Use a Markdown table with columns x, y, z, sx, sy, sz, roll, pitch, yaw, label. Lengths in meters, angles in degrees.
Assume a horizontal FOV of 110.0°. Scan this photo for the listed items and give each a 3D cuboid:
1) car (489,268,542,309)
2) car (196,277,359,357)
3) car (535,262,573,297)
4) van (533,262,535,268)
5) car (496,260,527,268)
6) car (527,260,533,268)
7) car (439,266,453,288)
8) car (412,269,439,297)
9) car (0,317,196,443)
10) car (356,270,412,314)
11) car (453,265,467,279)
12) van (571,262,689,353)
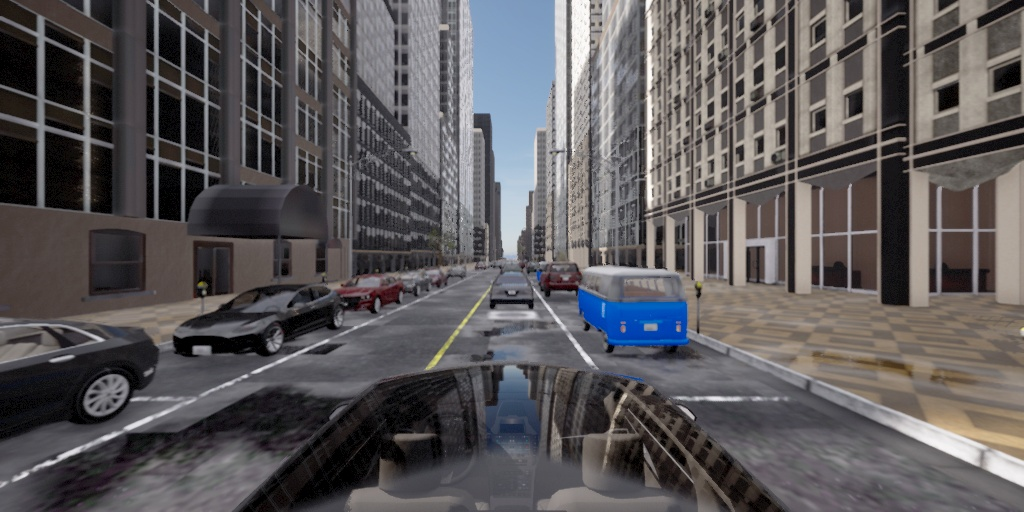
| x | y | z | sx | sy | sz | roll | pitch | yaw | label |
| --- | --- | --- | --- | --- | --- | --- | --- | --- | --- |
| -0.008 | 1.430 | 15.838 | 2.033 | 1.411 | 5.357 | 0 | -1 | 0 | car |
| -5.696 | 1.382 | 8.766 | 1.948 | 1.339 | 4.313 | 0 | 0 | 0 | car |
| 2.678 | 1.238 | 20.138 | 2.192 | 1.841 | 5.009 | 0 | 0 | 0 | car |
| 2.675 | 1.317 | 25.821 | 1.690 | 1.789 | 3.998 | 0 | 0 | 0 | van |
| -0.015 | 1.374 | 30.921 | 2.097 | 1.767 | 4.553 | 0 | -1 | 0 | car |
| 3.084 | 1.546 | 48.999 | 2.097 | 1.767 | 4.553 | 0 | -1 | 0 | car |
| -5.706 | 1.558 | 25.816 | 1.802 | 1.307 | 4.207 | 0 | 0 | 0 | car |
| -5.703 | 1.473 | 20.133 | 2.007 | 1.370 | 4.403 | 0 | 0 | 0 | car |
| -5.692 | 1.313 | 3.083 | 2.007 | 1.370 | 4.403 | 0 | 0 | 0 | car |
| -5.699 | 1.414 | 14.449 | 1.888 | 1.381 | 4.507 | 0 | 0 | 0 | car |
| -5.713 | 1.633 | 37.183 | 2.007 | 1.370 | 4.403 | 0 | 0 | 0 | car |
| 2.685 | 1.157 | 8.771 | 1.690 | 1.789 | 3.998 | 0 | 0 | 0 | van |
